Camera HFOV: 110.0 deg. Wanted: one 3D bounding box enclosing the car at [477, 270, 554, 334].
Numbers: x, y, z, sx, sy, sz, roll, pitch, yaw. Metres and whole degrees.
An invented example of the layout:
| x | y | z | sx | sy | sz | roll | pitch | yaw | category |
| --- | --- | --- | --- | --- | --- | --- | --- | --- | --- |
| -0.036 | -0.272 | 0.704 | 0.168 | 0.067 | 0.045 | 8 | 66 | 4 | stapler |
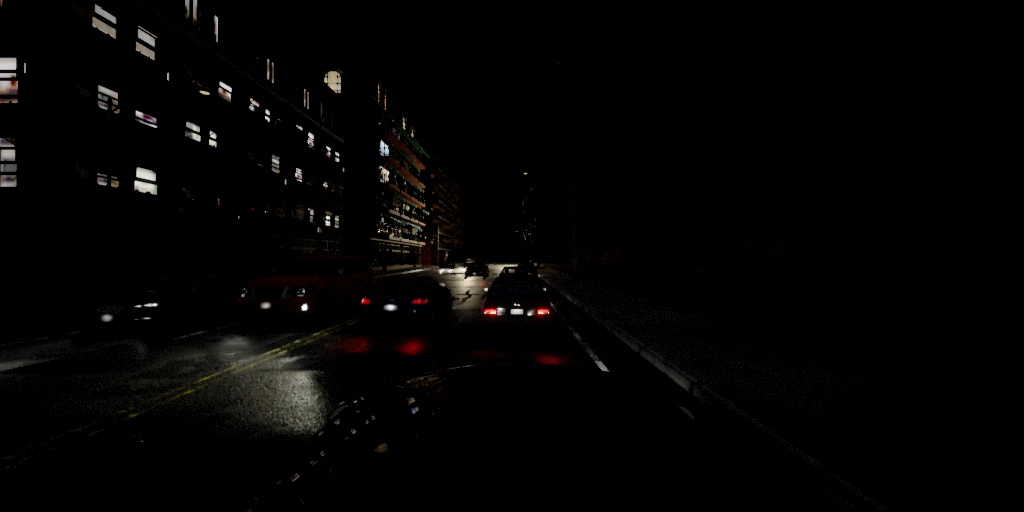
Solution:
| x | y | z | sx | sy | sz | roll | pitch | yaw | category |
| --- | --- | --- | --- | --- | --- | --- | --- | --- | --- |
| 0.107 | 1.299 | 10.573 | 2.033 | 1.411 | 5.357 | 0 | 0 | 0 | car |

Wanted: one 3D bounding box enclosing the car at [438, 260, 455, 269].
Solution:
| x | y | z | sx | sy | sz | roll | pitch | yaw | category |
| --- | --- | --- | --- | --- | --- | --- | --- | --- | --- |
| -9.810 | 1.316 | 54.119 | 1.994 | 1.385 | 4.181 | 0 | 0 | 0 | car |

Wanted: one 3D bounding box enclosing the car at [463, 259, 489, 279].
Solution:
| x | y | z | sx | sy | sz | roll | pitch | yaw | category |
| --- | --- | --- | --- | --- | --- | --- | --- | --- | --- |
| -3.130 | 1.279 | 32.301 | 1.812 | 1.442 | 4.674 | 0 | 0 | 0 | car |

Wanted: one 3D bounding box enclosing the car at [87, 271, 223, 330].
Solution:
| x | y | z | sx | sy | sz | roll | pitch | yaw | category |
| --- | --- | --- | --- | --- | --- | --- | --- | --- | --- |
| -9.845 | 1.243 | 11.163 | 2.128 | 1.511 | 4.902 | 0 | 0 | 0 | car |

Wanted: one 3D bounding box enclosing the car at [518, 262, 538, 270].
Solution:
| x | y | z | sx | sy | sz | roll | pitch | yaw | category |
| --- | --- | --- | --- | --- | --- | --- | --- | --- | --- |
| 1.155 | 1.259 | 30.702 | 1.837 | 1.490 | 4.892 | 0 | 0 | 0 | car |

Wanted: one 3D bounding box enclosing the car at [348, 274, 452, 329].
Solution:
| x | y | z | sx | sy | sz | roll | pitch | yaw | category |
| --- | --- | --- | --- | --- | --- | --- | --- | --- | --- |
| -3.145 | 1.315 | 11.286 | 1.994 | 1.385 | 4.181 | 0 | 0 | 0 | car |

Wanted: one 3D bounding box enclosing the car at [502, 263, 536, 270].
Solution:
| x | y | z | sx | sy | sz | roll | pitch | yaw | category |
| --- | --- | --- | --- | --- | --- | --- | --- | --- | --- |
| 0.111 | 1.300 | 20.934 | 2.033 | 1.411 | 5.357 | 0 | 0 | 0 | car |

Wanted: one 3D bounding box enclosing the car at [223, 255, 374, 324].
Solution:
| x | y | z | sx | sy | sz | roll | pitch | yaw | category |
| --- | --- | --- | --- | --- | --- | --- | --- | --- | --- |
| -6.594 | 0.973 | 12.366 | 2.150 | 2.045 | 5.566 | 0 | 0 | 0 | car |
